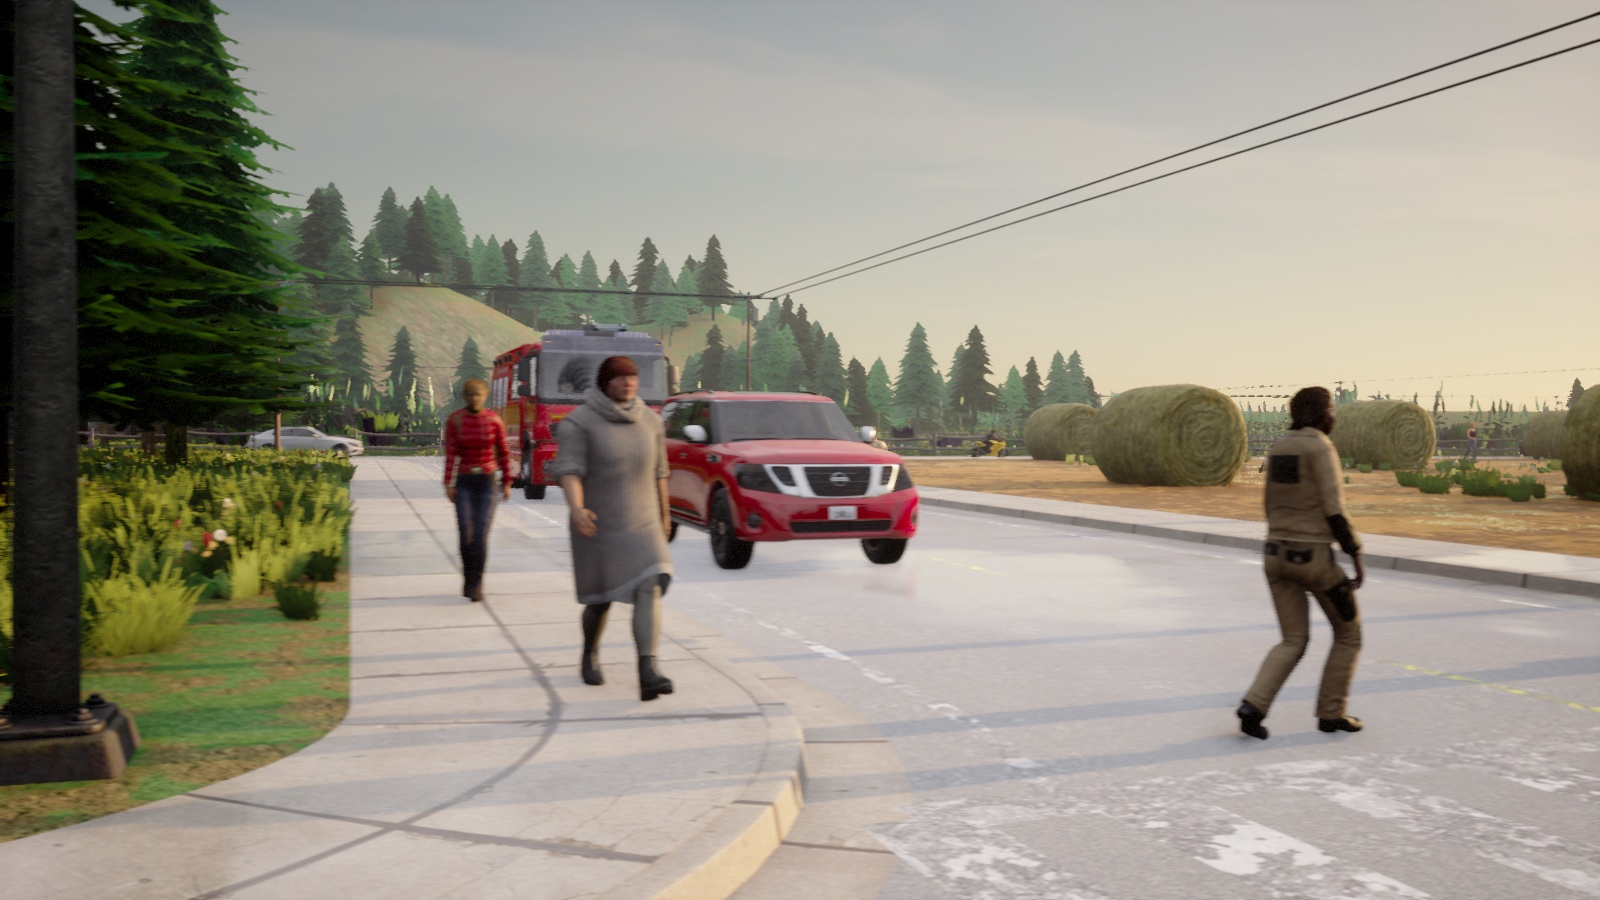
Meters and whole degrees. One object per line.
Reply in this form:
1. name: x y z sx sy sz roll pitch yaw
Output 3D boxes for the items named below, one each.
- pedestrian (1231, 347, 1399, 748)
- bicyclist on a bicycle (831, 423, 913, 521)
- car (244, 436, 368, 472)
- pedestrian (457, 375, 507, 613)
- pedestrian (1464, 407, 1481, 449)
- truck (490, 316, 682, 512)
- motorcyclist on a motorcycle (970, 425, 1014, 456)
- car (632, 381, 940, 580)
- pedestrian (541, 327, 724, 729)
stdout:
1. pedestrian: 2.603 0.463 6.352 0.692 1.930 0.396 -1 1 -21
2. bicyclist on a bicycle: 1.223 0.357 21.595 0.866 1.612 1.509 -1 1 -20
3. car: -21.217 0.169 54.108 4.674 1.442 1.812 -1 1 -11
4. pedestrian: -2.545 0.334 10.067 0.331 1.846 0.636 -1 1 -12
5. pedestrian: 29.370 -0.965 54.854 0.345 1.836 0.594 -1 1 -12
6. truck: -5.228 -0.782 29.122 2.891 3.827 8.468 -1 1 -20
7. motorcyclist on a motorcycle: 9.742 -0.503 63.815 2.044 1.523 0.797 -1 1 -17
8. car: -0.454 0.265 15.878 2.150 2.045 5.566 -1 1 -20
9. pedestrian: -0.900 0.371 6.636 0.659 1.952 0.873 -1 1 -28
